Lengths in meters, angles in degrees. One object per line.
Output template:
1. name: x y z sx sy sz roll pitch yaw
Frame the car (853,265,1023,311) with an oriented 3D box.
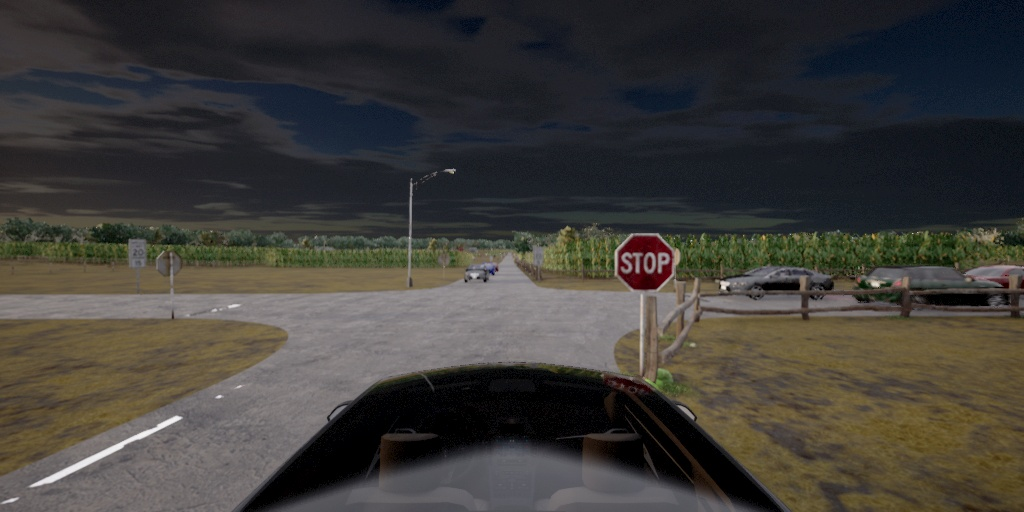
1. car: 16.701 1.169 14.399 4.553 1.767 2.097 0 1 0

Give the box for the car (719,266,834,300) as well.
1. car: 12.596 1.245 17.265 4.902 1.511 2.128 0 1 -2

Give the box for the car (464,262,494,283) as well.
1. car: -2.988 1.447 30.916 2.128 1.511 4.902 0 -1 0

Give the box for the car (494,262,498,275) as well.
1. car: -3.046 1.556 43.025 1.882 1.535 5.008 0 -1 0
